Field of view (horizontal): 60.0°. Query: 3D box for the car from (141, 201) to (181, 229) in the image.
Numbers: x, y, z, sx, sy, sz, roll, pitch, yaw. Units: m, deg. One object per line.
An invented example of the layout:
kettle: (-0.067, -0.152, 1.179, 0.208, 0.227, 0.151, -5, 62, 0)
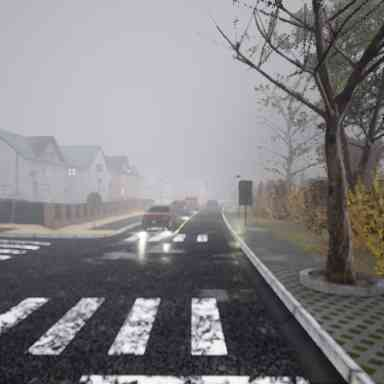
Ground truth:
car: (-2.225, 1.651, 23.644, 1.882, 1.535, 5.008, 0, 0, 5)

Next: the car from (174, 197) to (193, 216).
car: (-1.364, 1.657, 36.377, 2.097, 1.767, 4.553, 0, -1, 5)

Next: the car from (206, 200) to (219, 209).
car: (3.440, 2.038, 55.771, 1.882, 1.535, 5.008, 0, -1, 6)

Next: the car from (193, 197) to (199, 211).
car: (-0.158, 1.705, 49.797, 2.150, 2.045, 5.566, 0, -1, 7)

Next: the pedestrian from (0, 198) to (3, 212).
pedestrian: (-9.578, 0.876, 16.197, 0.375, 1.860, 0.375, 0, -3, 0)
